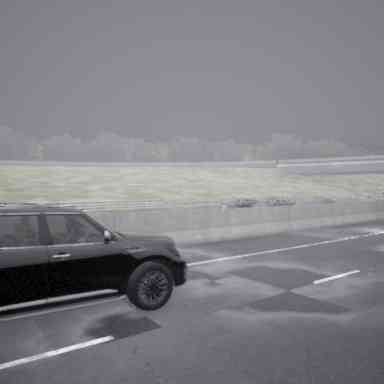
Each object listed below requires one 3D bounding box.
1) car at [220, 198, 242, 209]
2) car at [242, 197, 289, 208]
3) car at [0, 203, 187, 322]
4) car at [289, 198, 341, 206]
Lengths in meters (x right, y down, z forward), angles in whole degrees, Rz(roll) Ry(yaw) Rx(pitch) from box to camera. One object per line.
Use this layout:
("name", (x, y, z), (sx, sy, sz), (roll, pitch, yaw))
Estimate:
("car", (5.027, 1.306, 33.391), (4.902, 1.511, 2.128), (-1, 1, -36))
("car", (7.403, 1.300, 30.787), (4.902, 1.511, 2.128), (-1, 1, -36))
("car", (-2.761, 1.223, 6.077), (5.566, 2.045, 2.150), (0, 0, -36))
("car", (11.057, 1.258, 29.096), (5.008, 1.535, 1.882), (-1, 1, -36))
